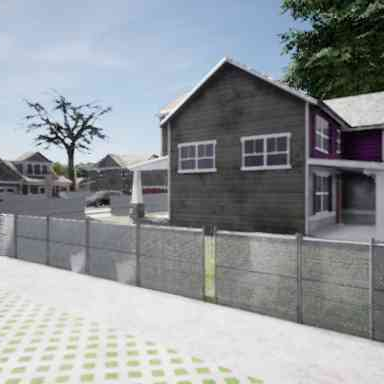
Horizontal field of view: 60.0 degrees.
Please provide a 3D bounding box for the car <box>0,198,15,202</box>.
[{"bbox_3d":[-16.312,1.155,26.044,2.128,1.511,4.902,0,2,35],"label":"car"}]

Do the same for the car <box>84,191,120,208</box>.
[{"bbox_3d":[-9.531,0.695,35.628,2.097,1.767,4.553,0,2,35],"label":"car"}]
